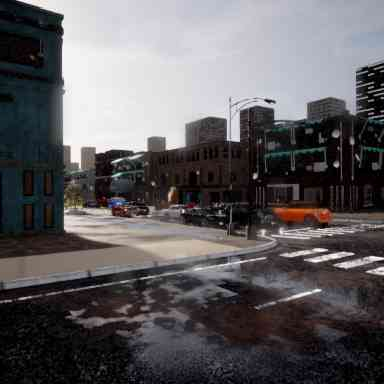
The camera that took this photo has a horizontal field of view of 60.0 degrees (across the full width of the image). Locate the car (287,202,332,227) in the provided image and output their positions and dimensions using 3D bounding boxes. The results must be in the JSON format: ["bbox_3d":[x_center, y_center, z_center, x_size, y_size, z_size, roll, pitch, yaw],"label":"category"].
[{"bbox_3d":[7.850,1.497,24.651,2.097,1.767,4.553,-1,0,-39],"label":"car"}]

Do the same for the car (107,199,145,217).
[{"bbox_3d":[-7.198,1.846,35.965,1.967,1.590,4.097,-1,0,-35],"label":"car"}]

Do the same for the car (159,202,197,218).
[{"bbox_3d":[-0.886,1.898,31.561,1.895,1.301,4.718,-1,0,-35],"label":"car"}]

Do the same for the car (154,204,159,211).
[{"bbox_3d":[-3.560,1.966,45.329,1.802,1.307,4.206,-2,0,-35],"label":"car"}]

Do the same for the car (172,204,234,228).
[{"bbox_3d":[0.732,1.814,24.575,1.947,1.339,4.313,-1,0,-35],"label":"car"}]

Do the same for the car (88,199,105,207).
[{"bbox_3d":[-19.569,2.227,67.905,1.887,1.381,4.507,-1,0,-35],"label":"car"}]

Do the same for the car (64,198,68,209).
[{"bbox_3d":[-23.105,2.232,58.403,1.752,1.417,4.829,-1,0,-35],"label":"car"}]

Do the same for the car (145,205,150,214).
[{"bbox_3d":[-6.792,1.917,39.901,1.837,1.490,4.892,-1,0,-35],"label":"car"}]

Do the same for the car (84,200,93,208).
[{"bbox_3d":[-19.309,2.230,63.075,1.994,1.385,4.181,-1,0,-35],"label":"car"}]

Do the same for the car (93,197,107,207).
[{"bbox_3d":[-16.373,1.939,63.390,2.192,1.841,5.009,-1,0,-35],"label":"car"}]

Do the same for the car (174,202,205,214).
[{"bbox_3d":[-0.360,1.903,40.814,1.802,1.307,4.206,-2,0,-35],"label":"car"}]

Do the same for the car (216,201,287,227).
[{"bbox_3d":[4.209,1.547,24.257,2.097,1.767,4.553,-1,0,-34],"label":"car"}]

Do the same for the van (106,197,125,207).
[{"bbox_3d":[-13.171,1.907,58.875,1.690,1.788,3.998,-1,0,-35],"label":"van"}]
